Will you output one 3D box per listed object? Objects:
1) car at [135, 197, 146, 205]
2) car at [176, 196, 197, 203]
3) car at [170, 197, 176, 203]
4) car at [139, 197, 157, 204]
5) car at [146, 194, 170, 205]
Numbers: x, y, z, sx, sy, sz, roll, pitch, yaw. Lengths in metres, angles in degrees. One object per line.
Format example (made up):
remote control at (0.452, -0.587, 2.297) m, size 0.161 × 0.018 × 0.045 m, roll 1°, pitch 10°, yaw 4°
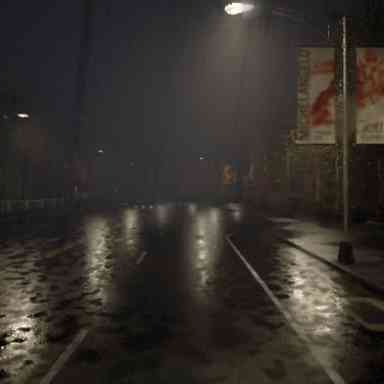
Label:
car at (-9.551, 1.853, 65.058) m, size 1.895 × 1.301 × 4.718 m, roll 0°, pitch 0°, yaw 11°
car at (-1.237, 1.857, 78.279) m, size 1.994 × 1.385 × 4.181 m, roll 0°, pitch 0°, yaw 27°
car at (-4.215, 1.836, 80.118) m, size 1.812 × 1.442 × 4.674 m, roll 0°, pitch 0°, yaw 27°
car at (-9.899, 1.811, 74.910) m, size 2.002 × 1.452 × 4.674 m, roll 0°, pitch 0°, yaw 20°
car at (-6.342, 1.466, 63.094) m, size 2.150 × 2.045 × 5.566 m, roll 0°, pitch 0°, yaw 10°
